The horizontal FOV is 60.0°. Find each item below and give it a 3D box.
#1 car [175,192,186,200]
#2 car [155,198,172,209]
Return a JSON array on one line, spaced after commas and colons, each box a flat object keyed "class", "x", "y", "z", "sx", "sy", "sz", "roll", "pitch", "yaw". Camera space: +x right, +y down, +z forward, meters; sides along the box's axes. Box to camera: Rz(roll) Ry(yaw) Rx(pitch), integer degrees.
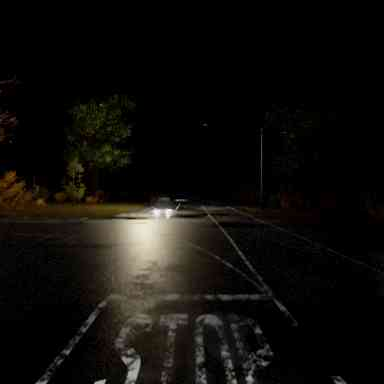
[{"class": "car", "x": -2.958, "y": 0.977, "z": 86.365, "sx": 2.150, "sy": 2.045, "sz": 5.566, "roll": 0, "pitch": 0, "yaw": 6}, {"class": "car", "x": -3.700, "y": 1.470, "z": 43.354, "sx": 1.895, "sy": 1.301, "sz": 4.718, "roll": 0, "pitch": 0, "yaw": 0}]
